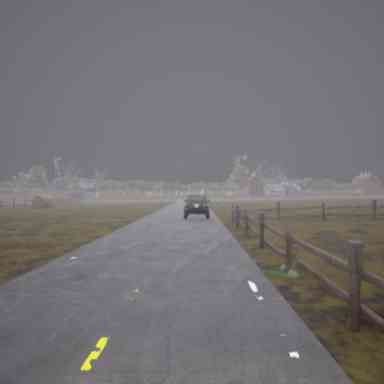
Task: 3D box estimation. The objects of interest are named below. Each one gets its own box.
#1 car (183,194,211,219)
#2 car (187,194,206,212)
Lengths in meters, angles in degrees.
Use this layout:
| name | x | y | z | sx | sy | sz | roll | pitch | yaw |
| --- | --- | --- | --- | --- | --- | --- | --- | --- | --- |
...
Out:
| name | x | y | z | sx | sy | sz | roll | pitch | yaw |
| --- | --- | --- | --- | --- | --- | --- | --- | --- | --- |
| car | 0.424 | 1.233 | 29.029 | 2.150 | 2.045 | 5.566 | 0 | 0 | 1 |
| car | 0.547 | 1.252 | 40.335 | 2.150 | 2.045 | 5.566 | 0 | 0 | 1 |
